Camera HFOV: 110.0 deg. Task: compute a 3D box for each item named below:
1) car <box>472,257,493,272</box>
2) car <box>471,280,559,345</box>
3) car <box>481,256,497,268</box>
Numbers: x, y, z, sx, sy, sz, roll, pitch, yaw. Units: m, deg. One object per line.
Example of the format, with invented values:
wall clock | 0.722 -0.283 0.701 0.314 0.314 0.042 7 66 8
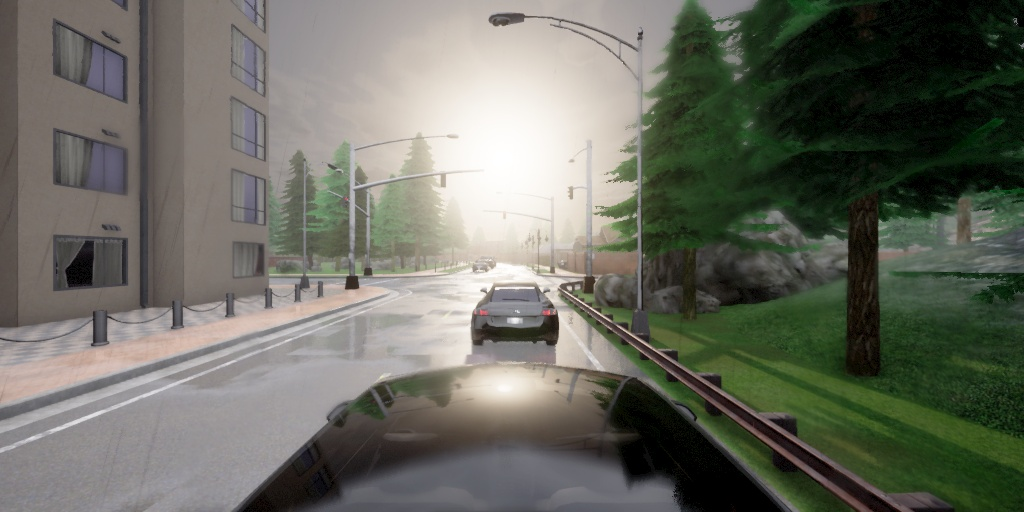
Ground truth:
car | -3.934 1.212 45.556 2.128 1.511 4.902 0 0 0
car | 0.083 1.314 9.468 1.994 1.385 4.181 0 0 1
car | -3.976 0.942 56.163 2.150 2.045 5.566 0 0 0
